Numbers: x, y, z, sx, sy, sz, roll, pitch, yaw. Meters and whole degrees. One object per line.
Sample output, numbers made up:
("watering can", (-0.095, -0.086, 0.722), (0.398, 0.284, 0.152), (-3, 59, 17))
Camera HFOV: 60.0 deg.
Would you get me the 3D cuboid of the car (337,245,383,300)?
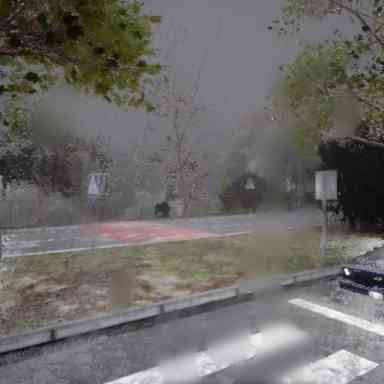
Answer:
("car", (5.741, 1.558, 7.618), (5.357, 1.411, 2.033), (0, 0, -31))
